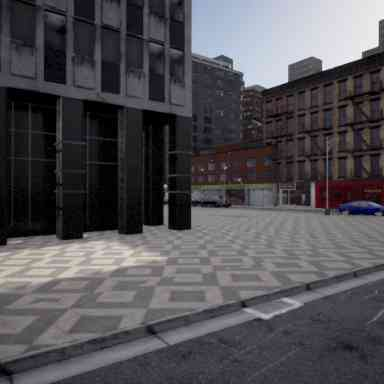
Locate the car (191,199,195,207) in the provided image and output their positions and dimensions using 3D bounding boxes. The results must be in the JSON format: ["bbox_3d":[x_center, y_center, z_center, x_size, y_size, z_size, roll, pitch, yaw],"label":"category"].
[{"bbox_3d":[2.176,1.520,56.661,2.150,2.045,5.566,0,0,-36],"label":"car"}]

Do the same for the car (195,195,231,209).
[{"bbox_3d":[3.328,1.474,49.784,2.150,2.045,5.566,0,0,-36],"label":"car"}]

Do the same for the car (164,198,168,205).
[{"bbox_3d":[-4.045,1.842,65.059,1.837,1.490,4.892,0,0,-36],"label":"car"}]

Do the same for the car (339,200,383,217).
[{"bbox_3d":[16.600,1.584,31.650,1.882,1.535,5.008,0,-1,-36],"label":"car"}]
